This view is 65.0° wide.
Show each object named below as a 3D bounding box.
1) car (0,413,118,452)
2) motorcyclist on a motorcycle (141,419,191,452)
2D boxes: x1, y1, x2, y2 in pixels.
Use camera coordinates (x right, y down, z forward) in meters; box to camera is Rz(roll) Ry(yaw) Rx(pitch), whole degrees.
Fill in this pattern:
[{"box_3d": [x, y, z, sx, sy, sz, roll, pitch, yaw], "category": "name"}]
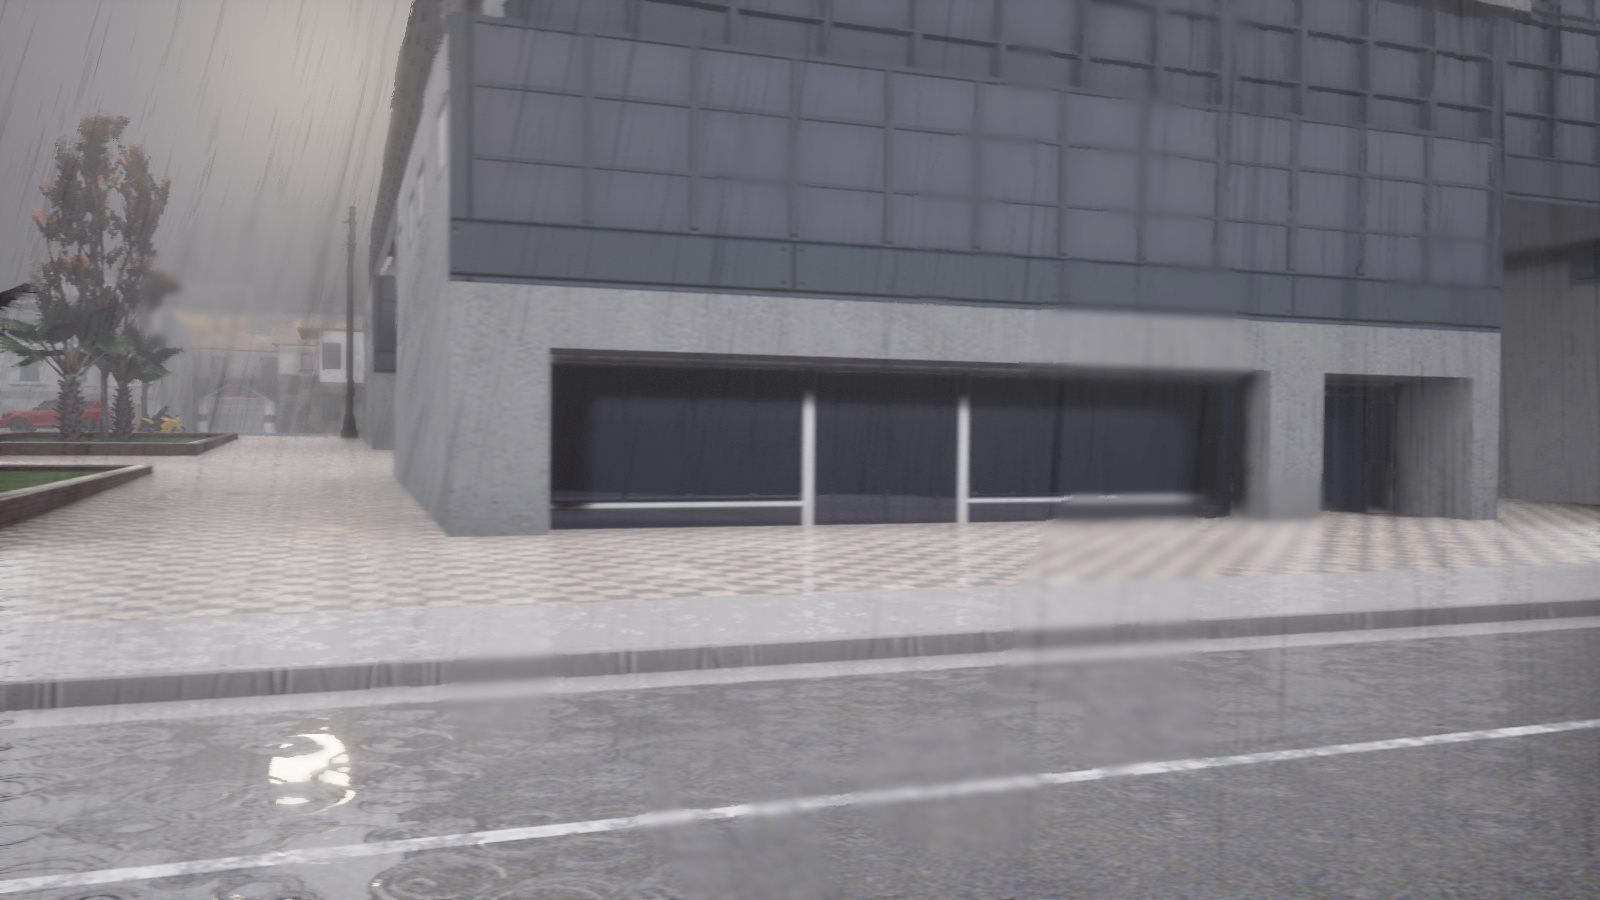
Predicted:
[{"box_3d": [-41.939, -0.981, 71.039, 5.566, 2.045, 2.150, -2, 1, -21], "category": "car"}, {"box_3d": [-30.481, -0.706, 60.391, 2.044, 1.523, 0.797, -1, 1, -21], "category": "motorcyclist on a motorcycle"}]
